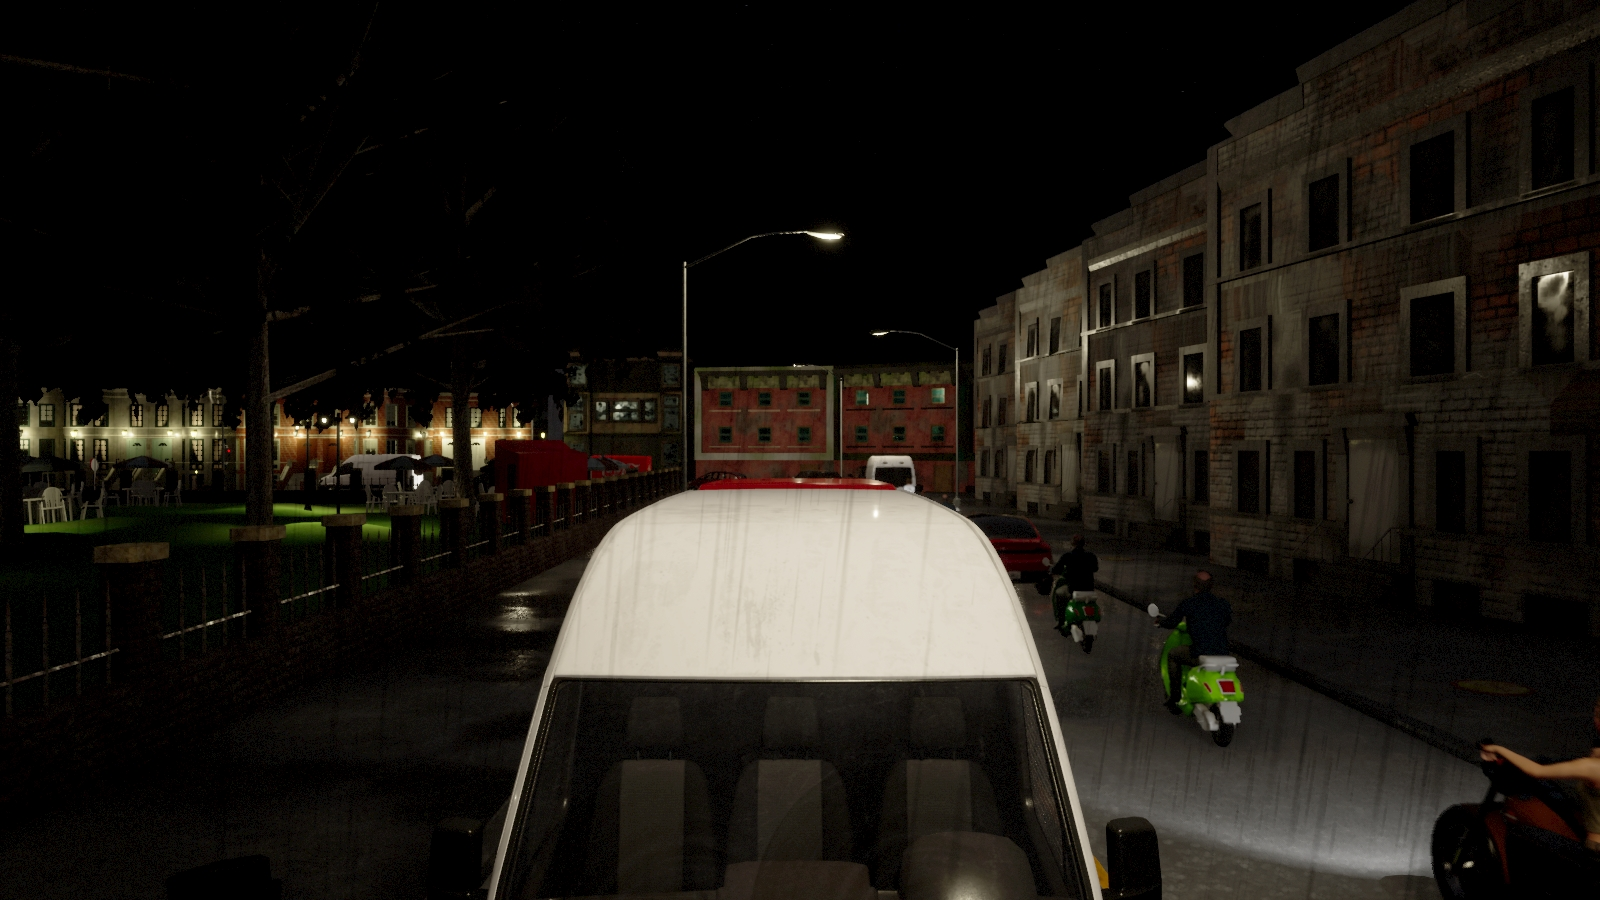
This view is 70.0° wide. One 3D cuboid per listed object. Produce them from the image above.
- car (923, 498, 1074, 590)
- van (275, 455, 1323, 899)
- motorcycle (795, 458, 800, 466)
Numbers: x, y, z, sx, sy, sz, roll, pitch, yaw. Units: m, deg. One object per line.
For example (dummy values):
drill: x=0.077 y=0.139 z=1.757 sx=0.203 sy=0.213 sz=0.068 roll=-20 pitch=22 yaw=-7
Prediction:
car: x=3.932 y=1.841 z=23.537 sx=2.231 sy=1.480 sz=4.892 roll=0 pitch=0 yaw=0
van: x=-0.006 y=1.314 z=5.127 sx=1.988 sy=2.561 sz=5.915 roll=0 pitch=0 yaw=0
motorcycle: x=-0.384 y=1.962 z=183.190 sx=0.856 sy=1.236 sz=1.805 roll=0 pitch=0 yaw=0
